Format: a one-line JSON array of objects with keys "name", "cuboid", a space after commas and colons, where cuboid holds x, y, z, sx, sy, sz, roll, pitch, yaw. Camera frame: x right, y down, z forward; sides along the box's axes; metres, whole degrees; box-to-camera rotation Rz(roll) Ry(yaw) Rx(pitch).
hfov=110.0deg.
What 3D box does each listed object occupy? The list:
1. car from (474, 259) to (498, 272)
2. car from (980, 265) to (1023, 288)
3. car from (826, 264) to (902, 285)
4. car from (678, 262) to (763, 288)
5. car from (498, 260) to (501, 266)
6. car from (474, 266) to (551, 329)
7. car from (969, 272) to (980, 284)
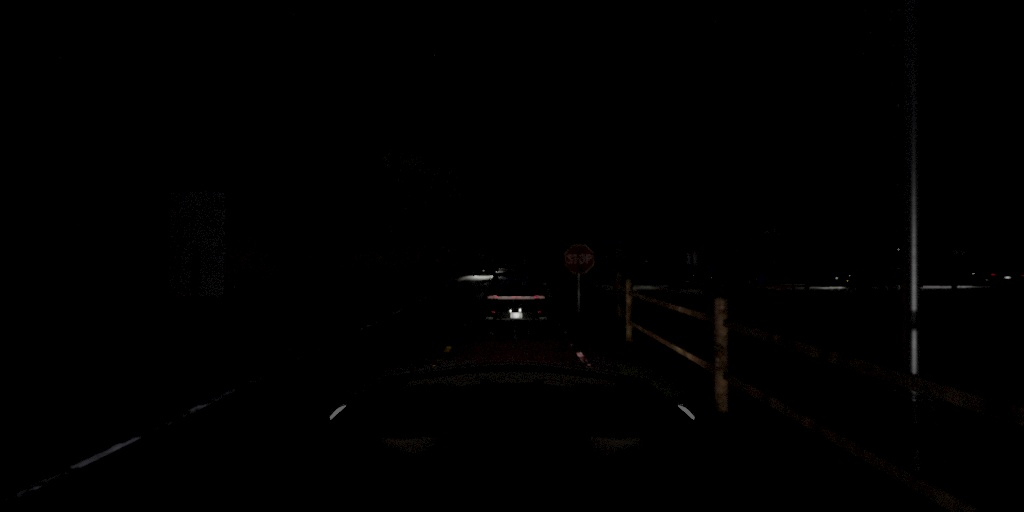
[{"name": "car", "cuboid": [-2.812, 1.300, 37.693, 1.994, 1.385, 4.181, 0, 0, 1]}, {"name": "car", "cuboid": [29.626, 1.170, 20.017, 4.181, 1.385, 1.994, 0, 0, -1]}, {"name": "car", "cuboid": [22.660, 1.223, 22.843, 4.181, 1.385, 1.994, 0, 0, 0]}, {"name": "car", "cuboid": [13.004, 1.177, 22.656, 5.008, 1.535, 1.882, 0, 0, -2]}, {"name": "car", "cuboid": [-2.797, 1.227, 47.894, 1.837, 1.490, 4.892, 0, 0, 0]}, {"name": "car", "cuboid": [0.106, 1.243, 11.214, 2.128, 1.511, 4.902, 0, 0, 0]}, {"name": "car", "cuboid": [32.605, 1.217, 23.005, 4.718, 1.301, 1.895, 0, 0, -1]}]
